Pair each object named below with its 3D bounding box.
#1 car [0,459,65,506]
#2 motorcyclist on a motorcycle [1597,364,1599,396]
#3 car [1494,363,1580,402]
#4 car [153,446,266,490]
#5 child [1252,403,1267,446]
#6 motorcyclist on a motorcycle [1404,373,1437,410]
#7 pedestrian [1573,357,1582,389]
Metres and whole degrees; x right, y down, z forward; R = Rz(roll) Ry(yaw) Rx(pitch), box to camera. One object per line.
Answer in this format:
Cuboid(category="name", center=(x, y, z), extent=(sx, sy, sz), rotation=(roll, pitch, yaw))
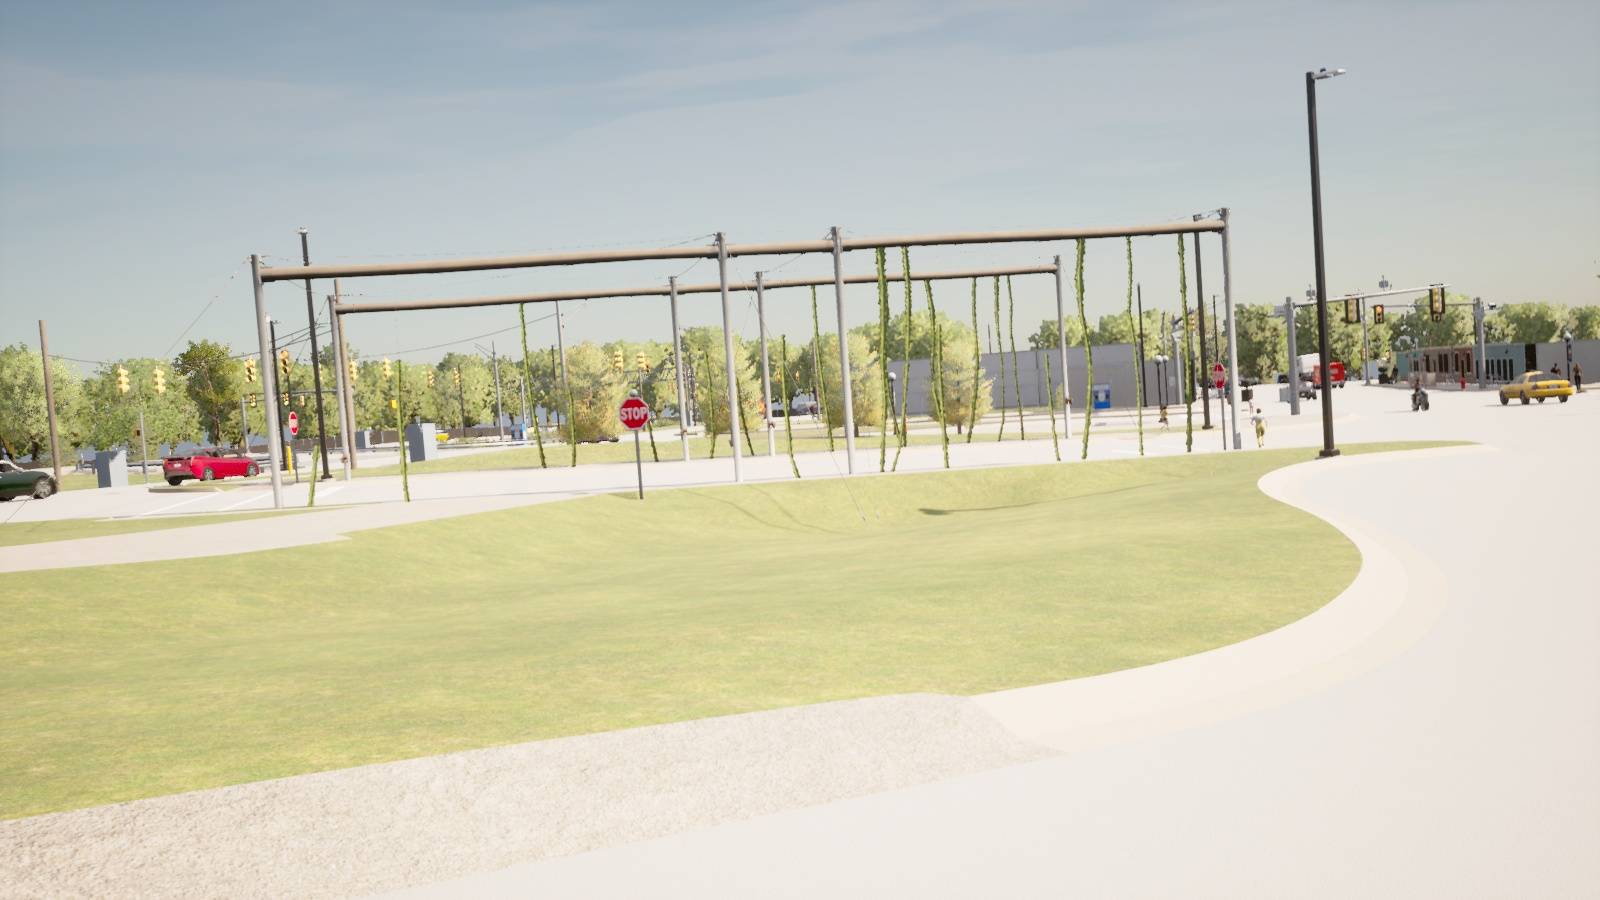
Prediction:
Cuboid(category="car", center=(-27.936, 1.185, 43.514), extent=(1.970, 1.475, 3.806), rotation=(-4, 1, 17))
Cuboid(category="motorcyclist on a motorcycle", center=(37.814, -3.296, 58.240), extent=(0.797, 1.523, 2.044), rotation=(-4, 1, 15))
Cuboid(category="car", center=(34.015, -3.069, 58.131), extent=(1.801, 1.575, 5.366), rotation=(-4, 1, 13))
Cuboid(category="car", center=(-25.387, 0.732, 54.167), extent=(2.007, 1.525, 4.514), rotation=(-4, 1, 12))
Cuboid(category="child", center=(13.864, -0.760, 37.892), extent=(0.270, 1.263, 0.437), rotation=(-4, 3, 12))
Cuboid(category="motorcyclist on a motorcycle", center=(28.945, -2.711, 58.599), extent=(0.766, 1.649, 2.350), rotation=(-4, 2, 12))
Cuboid(category="pedestrian", center=(47.023, -4.652, 75.951), extent=(0.331, 1.846, 0.634), rotation=(-2, 4, 34))
